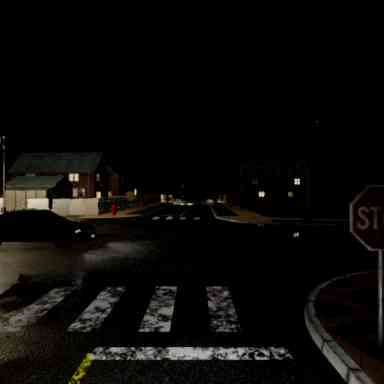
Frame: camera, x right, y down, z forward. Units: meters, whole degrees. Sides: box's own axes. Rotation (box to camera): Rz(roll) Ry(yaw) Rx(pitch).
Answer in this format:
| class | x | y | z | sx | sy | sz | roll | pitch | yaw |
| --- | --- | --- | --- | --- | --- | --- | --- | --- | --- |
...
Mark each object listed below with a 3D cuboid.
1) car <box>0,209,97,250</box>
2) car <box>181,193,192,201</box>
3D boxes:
| class | x | y | z | sx | sy | sz | roll | pitch | yaw |
| --- | --- | --- | --- | --- | --- | --- | --- | --- | --- |
| car | -6.249 | 1.442 | 13.524 | 4.674 | 1.442 | 1.812 | 1 | 0 | 8 |
| car | -1.148 | 1.075 | 70.890 | 2.097 | 1.767 | 4.553 | 0 | 0 | 2 |
